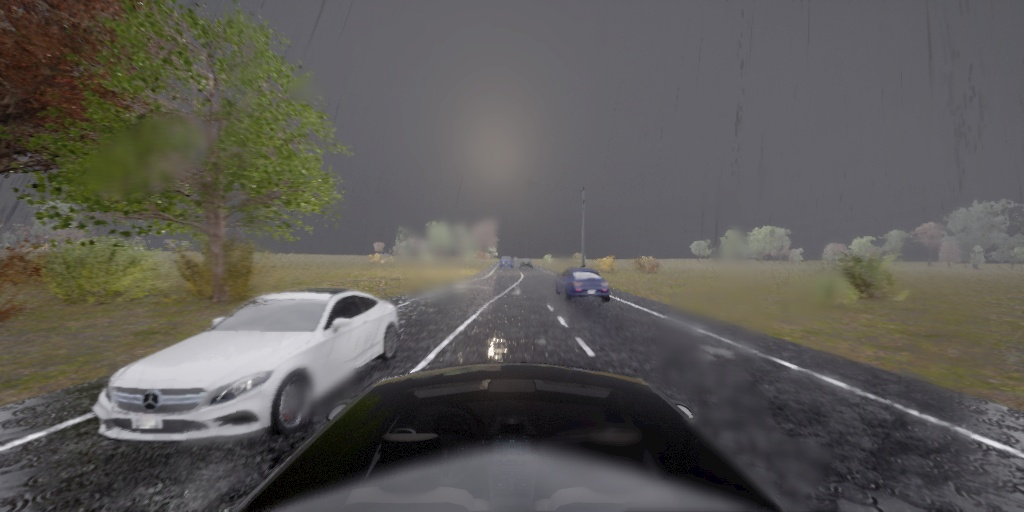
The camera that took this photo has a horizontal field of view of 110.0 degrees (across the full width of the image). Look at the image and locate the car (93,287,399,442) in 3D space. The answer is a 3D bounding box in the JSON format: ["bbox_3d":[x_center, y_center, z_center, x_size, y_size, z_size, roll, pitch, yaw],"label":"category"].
[{"bbox_3d":[-3.265,1.265,5.629,1.812,1.442,4.674,0,0,2],"label":"car"}]

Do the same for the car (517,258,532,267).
[{"bbox_3d":[2.452,1.138,65.018,2.097,1.767,4.553,0,0,-1],"label":"car"}]

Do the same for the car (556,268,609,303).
[{"bbox_3d":[3.222,1.295,16.840,1.812,1.442,4.674,0,0,-1],"label":"car"}]

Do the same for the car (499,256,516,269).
[{"bbox_3d":[-0.945,0.997,58.568,2.150,2.045,5.566,0,0,-1],"label":"car"}]
